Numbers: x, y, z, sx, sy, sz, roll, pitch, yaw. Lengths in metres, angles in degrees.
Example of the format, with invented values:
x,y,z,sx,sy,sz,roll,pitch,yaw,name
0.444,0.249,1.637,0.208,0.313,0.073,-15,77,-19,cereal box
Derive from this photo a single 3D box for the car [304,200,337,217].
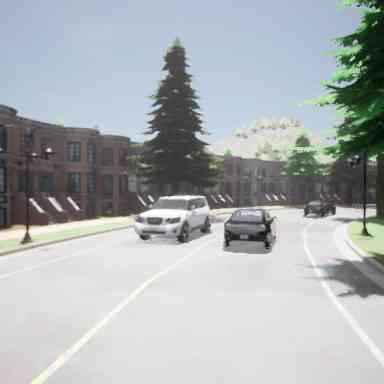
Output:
x,y,z,sx,sy,sz,roll,pitch,yaw,name
11.921,1.507,30.936,1.812,1.442,4.674,0,0,40,car

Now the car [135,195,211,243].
x,y,z,sx,sy,sz,roll,pitch,yaw,name
-0.697,1.191,16.482,2.150,2.045,5.566,0,0,20,car

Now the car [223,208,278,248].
x,y,z,sx,sy,sz,roll,pitch,yaw,name
2.666,1.473,14.690,2.128,1.511,4.902,0,0,17,car
